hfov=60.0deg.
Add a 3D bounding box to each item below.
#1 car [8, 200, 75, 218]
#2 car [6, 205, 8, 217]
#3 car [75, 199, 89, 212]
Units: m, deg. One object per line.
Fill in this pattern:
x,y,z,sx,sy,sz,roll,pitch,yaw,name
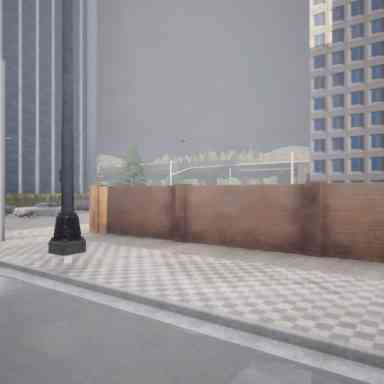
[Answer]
-13.438,1.600,29.961,1.895,1.301,4.718,0,0,35,car
-18.241,1.547,29.267,2.033,1.411,5.357,0,0,32,car
-12.432,1.547,37.497,2.033,1.411,5.357,0,0,35,car
